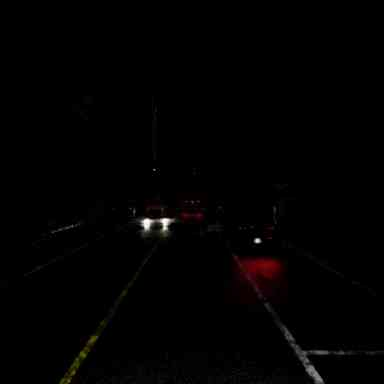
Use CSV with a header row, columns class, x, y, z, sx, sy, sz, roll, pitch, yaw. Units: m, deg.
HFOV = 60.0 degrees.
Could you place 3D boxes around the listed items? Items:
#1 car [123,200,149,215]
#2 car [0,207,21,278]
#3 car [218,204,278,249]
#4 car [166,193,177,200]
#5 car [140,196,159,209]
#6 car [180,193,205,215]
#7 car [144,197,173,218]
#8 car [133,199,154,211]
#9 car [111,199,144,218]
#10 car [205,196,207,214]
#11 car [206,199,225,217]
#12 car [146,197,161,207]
class,x,y,z,sx,sy,sz,roll,pitch,yaw
car,-5.771,1.534,34.637,2.008,1.369,4.403,0,0,0
car,-5.764,1.309,7.352,2.192,1.841,5.009,0,0,0
car,2.351,1.495,14.363,1.837,1.490,4.892,0,0,0
car,-5.785,1.297,88.416,2.192,1.841,5.009,0,0,0
car,-5.774,1.421,45.551,1.967,1.590,4.097,0,0,0
car,0.042,1.202,39.137,2.150,2.045,5.566,0,0,0
car,-3.106,1.462,30.399,1.882,1.535,5.008,0,0,0
car,-5.773,1.527,40.094,1.887,1.381,4.507,0,0,0
car,-5.770,1.425,29.180,1.967,1.590,4.097,0,0,0
car,2.753,1.548,40.098,1.947,1.339,4.313,0,0,0
car,2.754,1.509,34.812,1.752,1.417,4.829,0,0,0
car,-5.775,1.506,50.838,1.752,1.417,4.829,0,0,0
